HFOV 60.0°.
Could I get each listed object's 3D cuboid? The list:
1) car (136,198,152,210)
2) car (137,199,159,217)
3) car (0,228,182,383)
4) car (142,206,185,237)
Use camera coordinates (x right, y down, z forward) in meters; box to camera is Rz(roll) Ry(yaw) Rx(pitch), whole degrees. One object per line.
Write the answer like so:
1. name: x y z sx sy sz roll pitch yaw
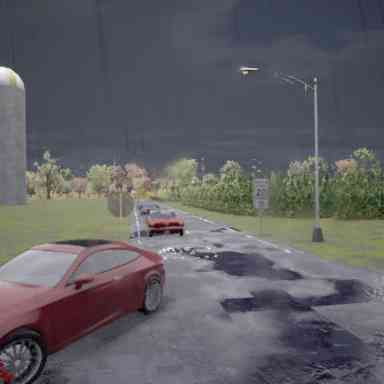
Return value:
1. car: -7.031 1.711 48.557 2.128 1.511 4.902 -1 0 -11
2. car: -4.319 1.720 34.005 1.994 1.385 4.181 -1 0 -10
3. car: -2.085 1.563 5.510 1.812 1.442 4.674 0 -1 25
4. car: -1.599 1.690 18.643 1.895 1.301 4.718 -1 0 -10
